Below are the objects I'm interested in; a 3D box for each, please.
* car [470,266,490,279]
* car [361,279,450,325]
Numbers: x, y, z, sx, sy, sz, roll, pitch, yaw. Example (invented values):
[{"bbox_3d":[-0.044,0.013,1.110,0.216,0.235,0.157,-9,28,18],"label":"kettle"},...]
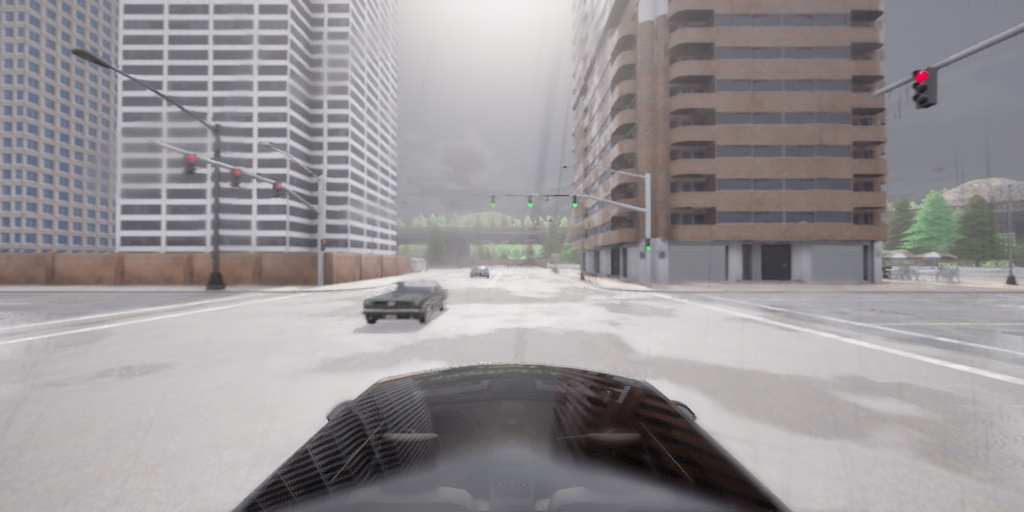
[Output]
[{"bbox_3d":[-3.511,1.797,39.901,1.994,1.385,4.181,0,0,0],"label":"car"},{"bbox_3d":[-3.504,1.504,12.613,1.895,1.301,4.718,0,-1,0],"label":"car"}]
